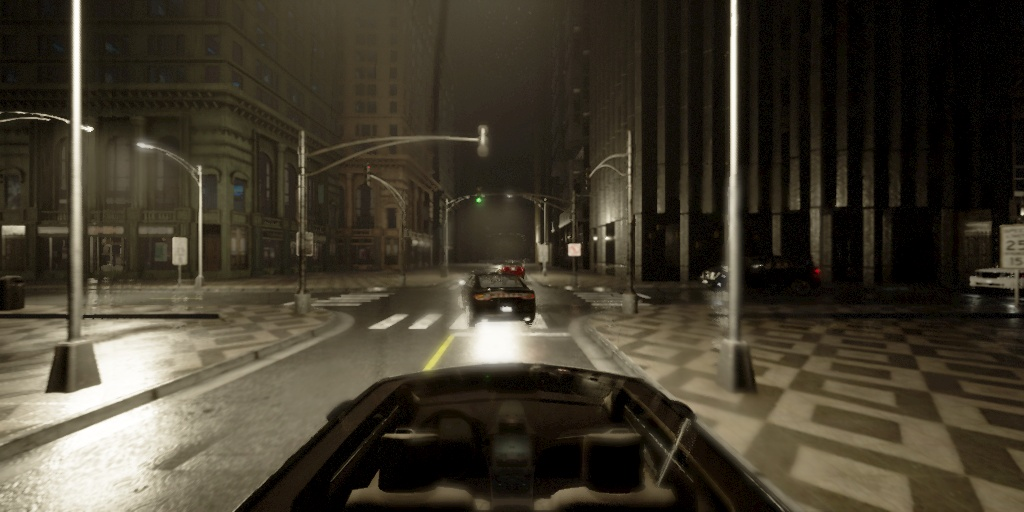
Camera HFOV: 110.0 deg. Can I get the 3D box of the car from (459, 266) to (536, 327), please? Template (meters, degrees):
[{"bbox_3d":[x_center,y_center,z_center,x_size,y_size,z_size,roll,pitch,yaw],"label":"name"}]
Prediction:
[{"bbox_3d":[-0.653,1.255,11.870,1.882,1.535,5.008,0,0,-12],"label":"car"}]

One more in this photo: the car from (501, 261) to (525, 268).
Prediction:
[{"bbox_3d":[0.095,1.200,32.718,2.097,1.767,4.553,0,0,0],"label":"car"}]

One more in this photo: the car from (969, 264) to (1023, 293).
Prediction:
[{"bbox_3d":[27.818,0.990,18.849,5.566,2.045,2.150,0,0,0],"label":"car"}]

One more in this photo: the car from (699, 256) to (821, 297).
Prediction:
[{"bbox_3d":[12.924,0.997,18.855,5.566,2.045,2.150,0,0,0],"label":"car"}]
